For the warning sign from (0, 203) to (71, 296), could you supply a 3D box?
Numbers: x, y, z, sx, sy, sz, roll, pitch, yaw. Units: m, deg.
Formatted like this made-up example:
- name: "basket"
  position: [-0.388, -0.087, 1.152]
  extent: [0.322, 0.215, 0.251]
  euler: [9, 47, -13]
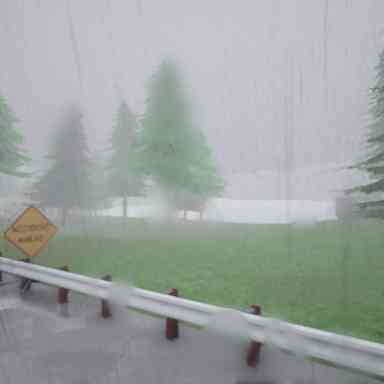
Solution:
- name: "warning sign"
  position: [-3.685, 1.196, 7.640]
  extent: [1.060, 1.860, 1.300]
  euler: [-1, 0, 37]
